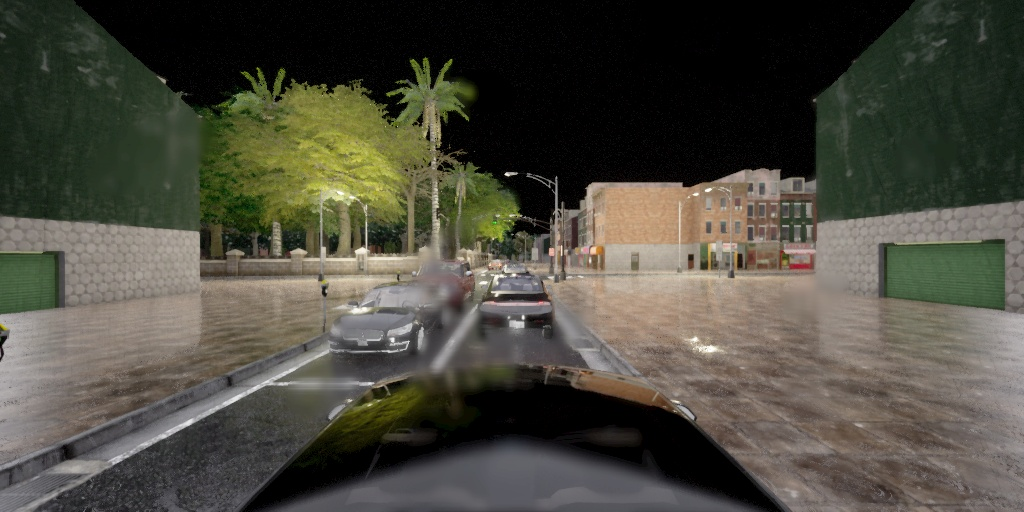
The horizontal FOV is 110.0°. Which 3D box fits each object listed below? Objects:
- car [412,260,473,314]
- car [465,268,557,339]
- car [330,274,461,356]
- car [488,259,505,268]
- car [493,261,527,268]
[{"bbox_3d":[-2.585,1.069,13.971,2.192,1.841,5.009,0,0,0],"label":"car"},{"bbox_3d":[0.132,1.243,10.015,2.128,1.511,4.902,0,0,0],"label":"car"},{"bbox_3d":[-2.610,1.301,8.508,2.007,1.370,4.403,0,0,0],"label":"car"},{"bbox_3d":[-2.411,1.295,52.117,1.967,1.591,4.097,0,0,0],"label":"car"},{"bbox_3d":[0.157,1.256,21.219,2.128,1.511,4.902,0,0,-1],"label":"car"}]
